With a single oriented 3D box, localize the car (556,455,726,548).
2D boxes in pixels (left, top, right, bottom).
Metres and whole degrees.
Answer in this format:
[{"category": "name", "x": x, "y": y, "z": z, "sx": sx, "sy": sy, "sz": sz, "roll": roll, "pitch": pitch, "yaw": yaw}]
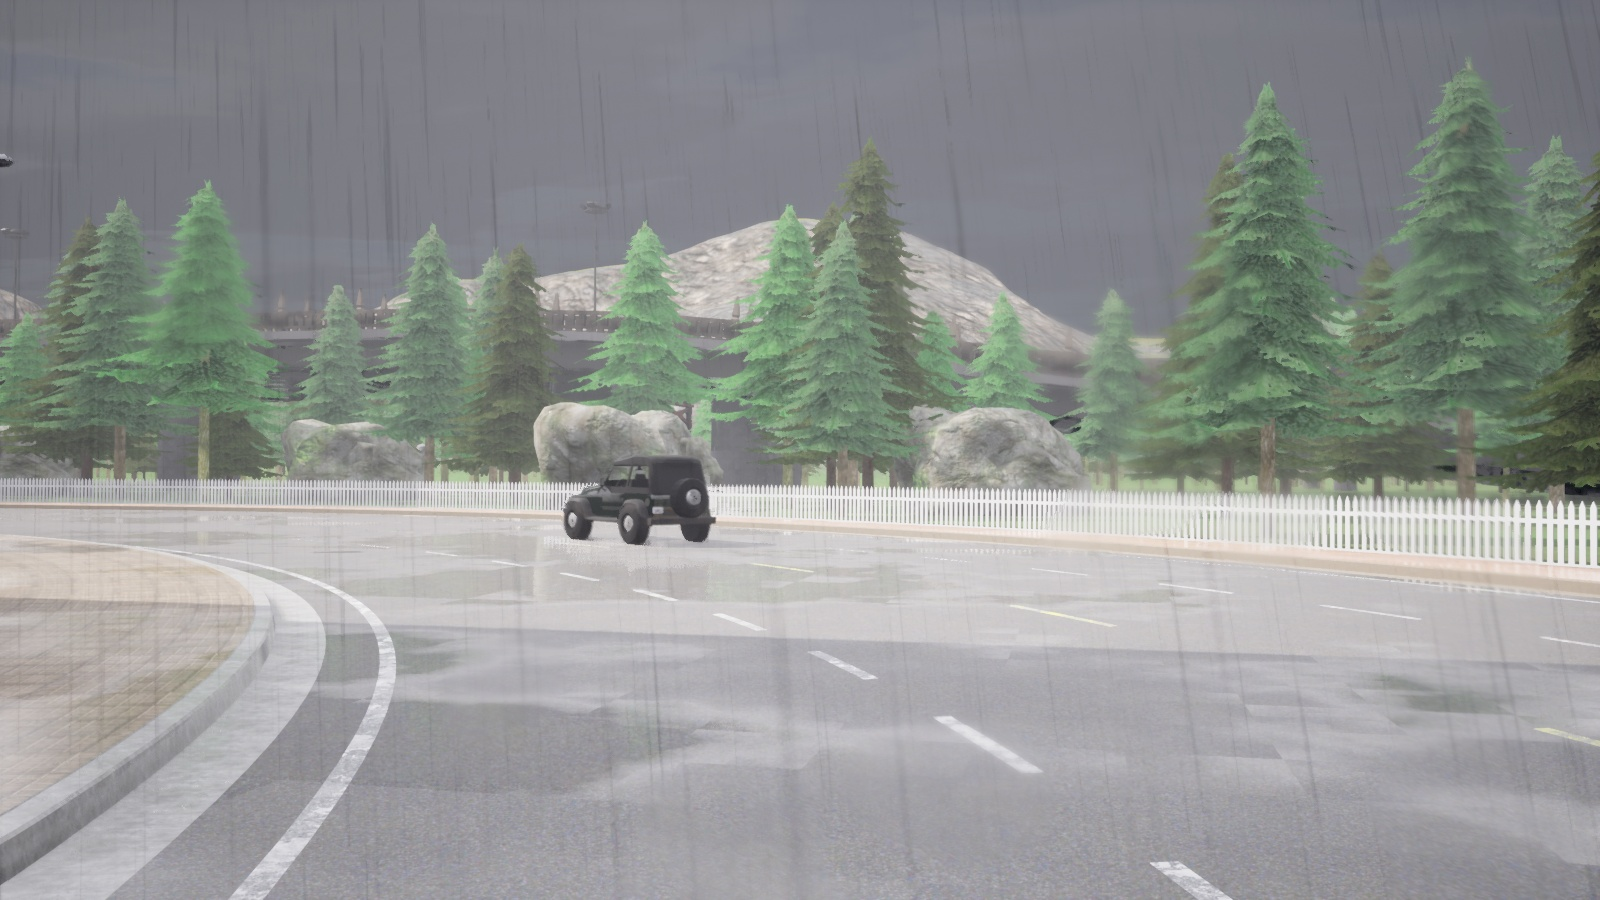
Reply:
[{"category": "car", "x": -3.570, "y": 1.088, "z": 27.681, "sx": 1.905, "sy": 1.878, "sz": 3.866, "roll": 1, "pitch": -1, "yaw": -40}]
